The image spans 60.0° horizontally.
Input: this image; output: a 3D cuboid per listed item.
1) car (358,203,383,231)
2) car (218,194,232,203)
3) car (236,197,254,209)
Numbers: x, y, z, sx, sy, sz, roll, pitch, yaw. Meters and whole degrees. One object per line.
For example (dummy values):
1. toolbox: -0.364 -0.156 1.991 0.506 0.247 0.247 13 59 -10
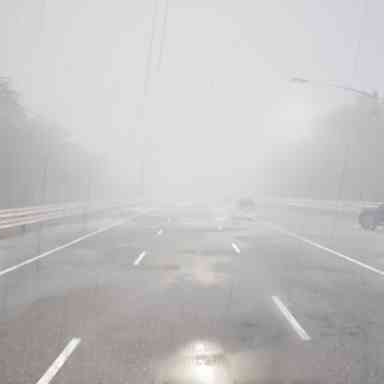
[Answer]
1. car: 11.463 1.206 17.458 2.150 2.045 5.566 0 0 -17
2. car: 7.012 1.402 67.495 2.033 1.411 5.357 0 0 0
3. car: 7.099 1.402 44.759 1.837 1.490 4.892 0 0 -1
